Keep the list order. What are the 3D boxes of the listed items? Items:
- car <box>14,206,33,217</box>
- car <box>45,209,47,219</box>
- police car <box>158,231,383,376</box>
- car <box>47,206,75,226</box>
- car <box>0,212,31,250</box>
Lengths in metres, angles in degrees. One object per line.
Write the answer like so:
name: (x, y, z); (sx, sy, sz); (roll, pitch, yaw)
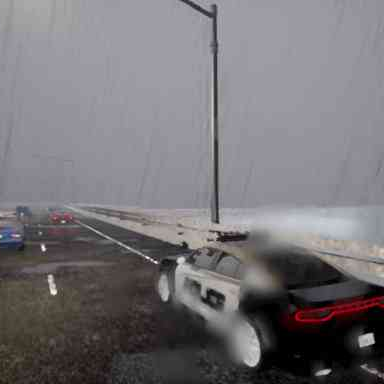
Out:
car: (-19.948, 2.384, 39.286); (1.812, 1.442, 4.674); (0, -1, -25)
car: (-16.508, 2.425, 40.023); (1.994, 1.385, 4.181); (0, -1, -24)
police car: (0.875, 1.547, 6.161); (1.930, 1.638, 5.238); (0, -1, -26)
car: (-11.600, 2.230, 29.567); (1.895, 1.301, 4.718); (0, -1, -25)
car: (-8.835, 1.887, 15.608); (2.033, 1.411, 5.357); (0, -1, -26)
